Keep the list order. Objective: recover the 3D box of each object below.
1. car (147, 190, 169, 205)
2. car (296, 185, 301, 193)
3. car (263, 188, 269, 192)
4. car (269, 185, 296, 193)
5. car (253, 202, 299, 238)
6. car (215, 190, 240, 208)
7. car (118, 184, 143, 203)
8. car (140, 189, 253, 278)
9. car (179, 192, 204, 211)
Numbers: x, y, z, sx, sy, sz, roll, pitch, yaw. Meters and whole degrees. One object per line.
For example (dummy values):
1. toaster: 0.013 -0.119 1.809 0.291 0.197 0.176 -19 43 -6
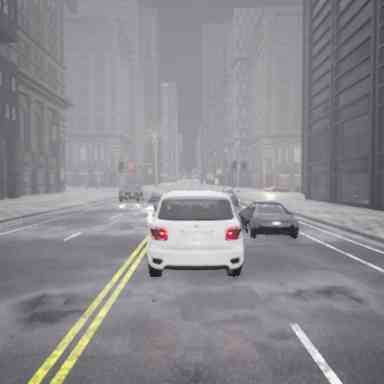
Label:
1. car: -3.517 0.549 35.053 1.895 1.301 4.718 0 2 0
2. car: 25.467 -0.635 75.217 5.009 1.841 2.192 1 1 0
3. car: 20.196 -0.739 83.735 4.829 1.417 1.752 1 1 0
4. car: 20.376 -0.476 75.211 4.507 1.381 1.887 1 1 0
5. car: 3.267 1.121 14.866 1.994 1.385 4.181 0 2 0
6. car: 3.194 0.606 30.794 1.812 1.442 4.674 0 2 0
7. car: -6.774 0.090 37.707 2.150 2.045 5.566 0 1 0
8. car: 0.038 0.939 9.411 2.150 2.045 5.566 0 2 -1
9. car: -0.051 0.760 28.156 1.895 1.301 4.718 0 2 0
